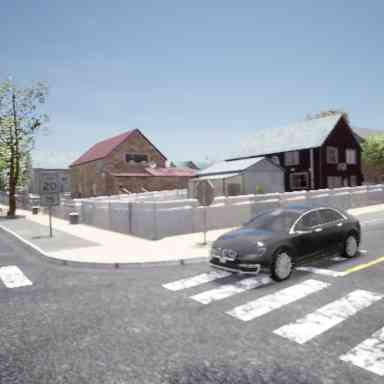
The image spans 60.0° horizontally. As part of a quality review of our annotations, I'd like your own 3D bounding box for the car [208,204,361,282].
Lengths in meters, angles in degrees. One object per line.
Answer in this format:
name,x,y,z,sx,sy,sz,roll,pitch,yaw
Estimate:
car,2.603,1.136,8.802,4.892,1.490,1.837,-4,1,-37
